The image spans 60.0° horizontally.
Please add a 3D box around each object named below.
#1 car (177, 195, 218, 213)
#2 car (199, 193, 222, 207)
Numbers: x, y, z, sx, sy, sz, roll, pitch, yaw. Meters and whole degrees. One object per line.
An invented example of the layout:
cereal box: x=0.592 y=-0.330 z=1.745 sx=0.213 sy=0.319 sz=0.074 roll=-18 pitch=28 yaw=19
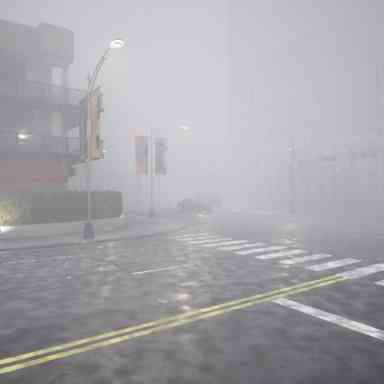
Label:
car: x=0.267 y=1.478 z=37.130 sx=1.882 sy=1.535 sz=5.008 roll=0 pitch=0 yaw=-35
car: x=2.035 y=1.221 z=48.838 sx=2.150 sy=2.045 sz=5.566 roll=0 pitch=0 yaw=-33
